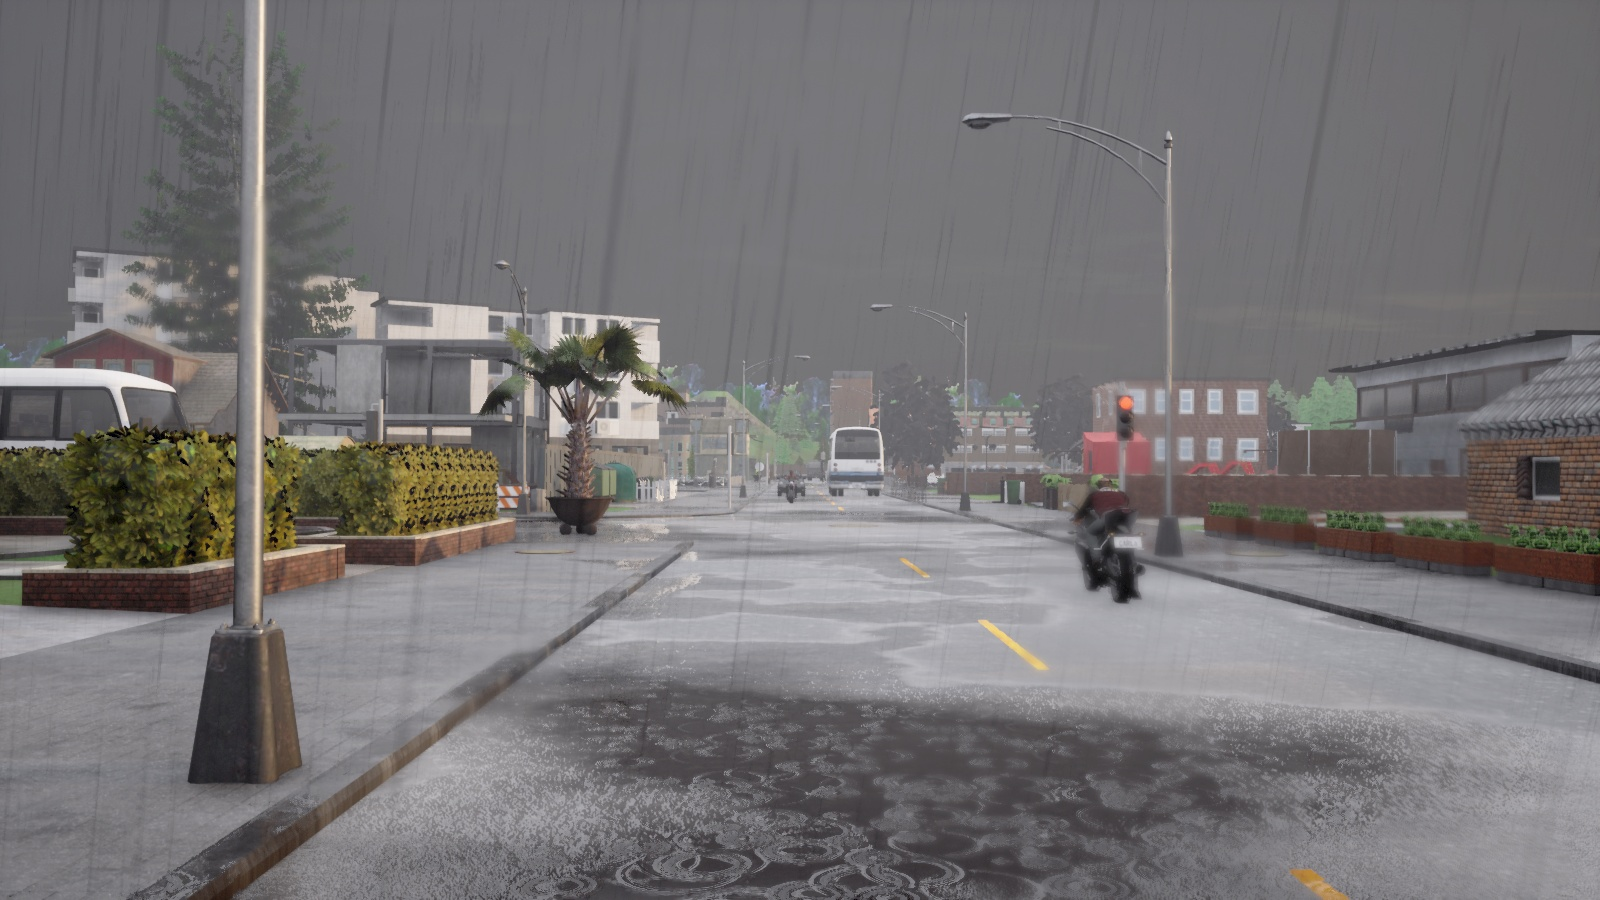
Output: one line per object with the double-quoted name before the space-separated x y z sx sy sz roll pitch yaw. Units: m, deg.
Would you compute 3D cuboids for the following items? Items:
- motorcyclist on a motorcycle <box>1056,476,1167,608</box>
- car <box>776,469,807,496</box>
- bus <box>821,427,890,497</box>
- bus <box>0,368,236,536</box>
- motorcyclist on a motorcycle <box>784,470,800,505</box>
"motorcyclist on a motorcycle" 3.869 1.099 15.818 0.866 1.530 2.191 0 -1 1
"car" -0.509 2.014 77.537 1.851 1.617 3.988 0 -1 0
"bus" 3.466 0.790 81.540 3.944 4.253 10.273 0 -1 0
"bus" -21.325 0.094 34.051 10.273 4.253 3.944 0 -1 2
"motorcyclist on a motorcycle" -0.401 1.786 60.824 0.766 1.649 2.350 0 -1 0
